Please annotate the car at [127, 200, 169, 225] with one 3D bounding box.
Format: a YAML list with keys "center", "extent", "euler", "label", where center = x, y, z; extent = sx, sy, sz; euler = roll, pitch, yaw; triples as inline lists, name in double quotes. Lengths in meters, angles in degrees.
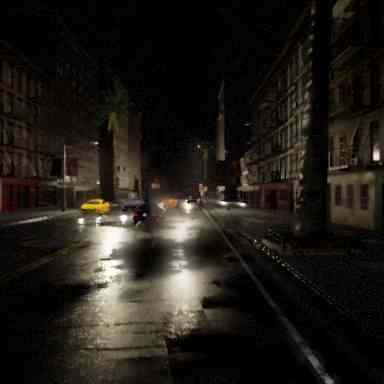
- center: [-3.150, 1.584, 24.691]
  extent: [2.033, 1.411, 5.357]
  euler: [0, 0, 0]
  label: "car"

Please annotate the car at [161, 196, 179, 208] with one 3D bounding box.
- center: [-3.151, 1.493, 50.915]
  extent: [2.097, 1.767, 4.553]
  euler: [0, 0, 0]
  label: "car"

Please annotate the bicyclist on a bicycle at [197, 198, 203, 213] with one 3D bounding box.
- center: [0.894, 1.523, 33.808]
  extent: [0.582, 1.620, 1.656]
  euler: [0, -1, 0]
  label: "bicyclist on a bicycle"

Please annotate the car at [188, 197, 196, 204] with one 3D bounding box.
- center: [0.001, 1.779, 70.611]
  extent: [2.128, 1.511, 4.902]
  euler: [0, 0, 0]
  label: "car"

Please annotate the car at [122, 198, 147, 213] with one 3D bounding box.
- center: [-6.588, 1.684, 37.441]
  extent: [1.895, 1.301, 4.718]
  euler: [0, 0, 0]
  label: "car"

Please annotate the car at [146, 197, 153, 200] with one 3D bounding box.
- center: [-9.749, 1.780, 74.549]
  extent: [1.994, 1.385, 4.181]
  euler: [0, 0, 0]
  label: "car"

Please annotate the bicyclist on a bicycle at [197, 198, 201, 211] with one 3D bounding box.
- center: [0.895, 1.558, 42.801]
  extent: [0.582, 1.620, 1.656]
  euler: [0, -1, 0]
  label: "bicyclist on a bicycle"

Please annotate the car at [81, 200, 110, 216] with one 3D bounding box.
- center: [-9.841, 1.548, 34.080]
  extent: [1.882, 1.535, 5.008]
  euler: [0, 0, 0]
  label: "car"
